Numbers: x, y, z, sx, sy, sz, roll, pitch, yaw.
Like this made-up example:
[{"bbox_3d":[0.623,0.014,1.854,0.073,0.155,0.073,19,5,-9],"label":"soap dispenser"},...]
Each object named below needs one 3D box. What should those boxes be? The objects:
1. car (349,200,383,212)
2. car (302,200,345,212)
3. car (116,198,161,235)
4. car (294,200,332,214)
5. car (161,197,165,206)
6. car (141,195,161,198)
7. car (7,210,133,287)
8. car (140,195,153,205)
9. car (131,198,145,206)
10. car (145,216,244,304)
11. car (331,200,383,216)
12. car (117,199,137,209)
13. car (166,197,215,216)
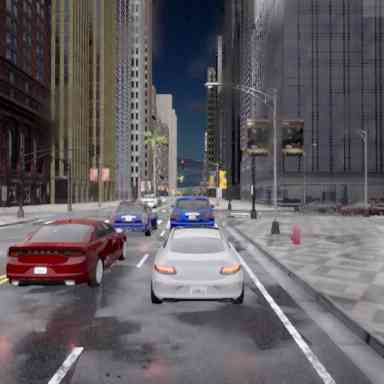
[{"bbox_3d":[20.853,1.629,38.719,4.313,1.339,1.947,0,0,-1],"label":"car"},{"bbox_3d":[15.213,1.648,38.635,4.313,1.339,1.947,0,0,-1],"label":"car"},{"bbox_3d":[-3.136,1.385,18.618,2.097,1.767,4.553,0,0,0],"label":"car"},{"bbox_3d":[13.224,1.622,35.852,4.181,1.385,1.994,0,-1,-1],"label":"car"},{"bbox_3d":[-6.525,1.783,60.631,1.837,1.490,4.892,0,0,1],"label":"car"},{"bbox_3d":[-6.561,1.434,50.918,2.150,2.045,5.566,0,0,0],"label":"car"},{"bbox_3d":[-3.145,1.485,9.392,1.882,1.535,5.008,0,0,0],"label":"car"},{"bbox_3d":[-9.697,1.584,71.360,2.150,2.045,5.566,0,0,0],"label":"car"},{"bbox_3d":[-9.774,1.805,60.786,1.812,1.442,4.674,0,0,1],"label":"car"},{"bbox_3d":[0.105,1.531,8.020,1.812,1.442,4.674,0,0,0],"label":"car"},{"bbox_3d":[15.337,1.566,30.112,4.206,1.307,1.802,0,0,-1],"label":"car"},{"bbox_3d":[-9.810,1.760,50.877,2.033,1.411,5.357,0,0,0],"label":"car"},{"bbox_3d":[0.039,1.251,17.722,2.150,2.045,5.566,0,0,1],"label":"car"}]
